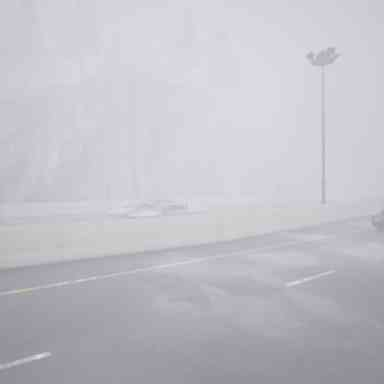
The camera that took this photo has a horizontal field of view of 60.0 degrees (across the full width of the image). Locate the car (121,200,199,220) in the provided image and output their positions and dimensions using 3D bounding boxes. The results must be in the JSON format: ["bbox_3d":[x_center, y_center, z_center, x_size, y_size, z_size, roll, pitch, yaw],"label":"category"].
[{"bbox_3d":[-1.658,1.408,20.506,4.674,1.442,1.812,-1,1,-39],"label":"car"}]

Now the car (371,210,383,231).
[{"bbox_3d":[11.314,1.367,17.549,4.718,1.301,1.895,-1,1,-42],"label":"car"}]

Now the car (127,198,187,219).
[{"bbox_3d":[-2.934,1.349,28.526,4.892,1.490,1.837,0,0,-40],"label":"car"}]
